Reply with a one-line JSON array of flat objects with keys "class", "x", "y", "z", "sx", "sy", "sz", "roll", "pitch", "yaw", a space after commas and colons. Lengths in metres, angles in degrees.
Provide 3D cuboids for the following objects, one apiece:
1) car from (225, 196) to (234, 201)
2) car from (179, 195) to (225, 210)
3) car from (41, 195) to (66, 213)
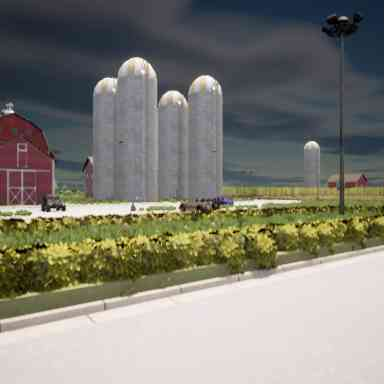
[{"class": "car", "x": 4.272, "y": 1.425, "z": 50.908, "sx": 2.242, "sy": 1.667, "sz": 4.611, "roll": 0, "pitch": 0, "yaw": -36}, {"class": "car", "x": 0.684, "y": 1.254, "z": 31.954, "sx": 1.932, "sy": 1.855, "sz": 4.605, "roll": 0, "pitch": 0, "yaw": -36}, {"class": "car", "x": -15.340, "y": 1.253, "z": 36.721, "sx": 1.905, "sy": 1.878, "sz": 3.866, "roll": 0, "pitch": 0, "yaw": -36}]
